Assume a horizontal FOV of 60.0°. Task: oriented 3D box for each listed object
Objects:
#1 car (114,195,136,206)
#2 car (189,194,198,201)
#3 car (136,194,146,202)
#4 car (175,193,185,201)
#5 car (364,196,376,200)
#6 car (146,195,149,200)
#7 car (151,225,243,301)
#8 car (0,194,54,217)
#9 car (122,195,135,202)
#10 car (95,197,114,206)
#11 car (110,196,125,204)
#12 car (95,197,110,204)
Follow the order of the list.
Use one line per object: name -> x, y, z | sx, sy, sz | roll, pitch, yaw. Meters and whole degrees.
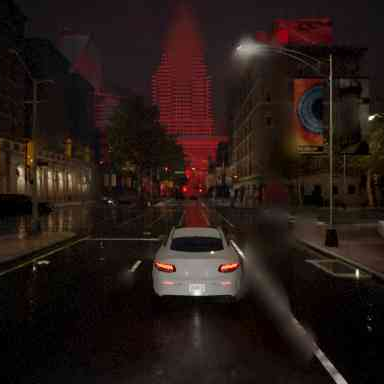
car -> -11.336, 1.478, 56.782 | 1.882, 1.535, 5.008 | 0, 0, 0
car -> 0.380, 1.493, 86.462 | 1.837, 1.490, 4.892 | 0, 0, 0
car -> -11.227, 1.547, 66.595 | 2.033, 1.411, 5.357 | 0, 0, 1
car -> -3.119, 1.218, 86.508 | 2.150, 2.045, 5.566 | 0, 0, 0
car -> 34.744, 1.481, 68.090 | 2.231, 1.521, 4.892 | 0, 0, 0
car -> -11.163, 1.355, 76.815 | 2.097, 1.767, 4.553 | 0, 0, 0
car -> 0.112, 1.526, 8.182 | 1.812, 1.442, 4.674 | 0, 0, 1
car -> -15.570, 1.222, 30.259 | 5.566, 2.045, 2.150 | 0, 0, -7
car -> -14.663, 1.478, 76.799 | 1.882, 1.535, 5.008 | 0, 0, 0
car -> -14.834, 1.547, 56.846 | 2.033, 1.411, 5.357 | 0, 0, 0
car -> -14.725, 1.505, 66.385 | 1.837, 1.490, 4.892 | 0, 0, 1
car -> -17.956, 1.595, 66.929 | 1.895, 1.301, 4.718 | 0, 0, 0
